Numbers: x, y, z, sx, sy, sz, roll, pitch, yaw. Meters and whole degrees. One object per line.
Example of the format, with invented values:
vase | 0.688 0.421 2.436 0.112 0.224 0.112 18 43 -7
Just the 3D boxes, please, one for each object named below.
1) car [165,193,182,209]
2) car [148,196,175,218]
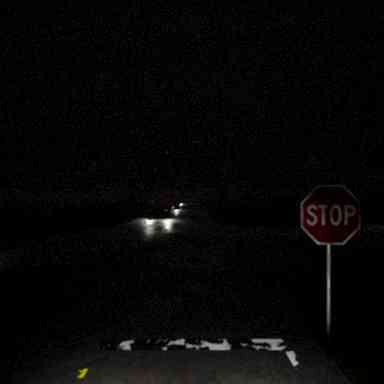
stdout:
car | -2.858 1.197 45.673 2.150 2.045 5.566 0 0 0
car | -2.862 1.452 30.242 1.882 1.535 5.008 0 0 0
